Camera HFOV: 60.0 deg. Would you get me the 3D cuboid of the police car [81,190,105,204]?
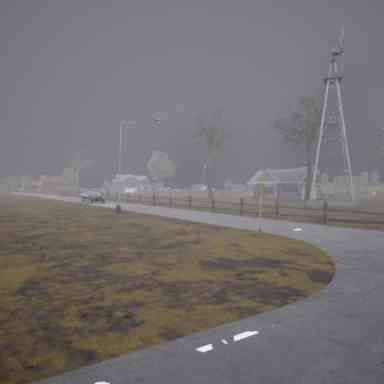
[{"bbox_3d":[-12.475,0.552,41.904,1.930,1.638,5.238,2,0,-35],"label":"police car"}]
